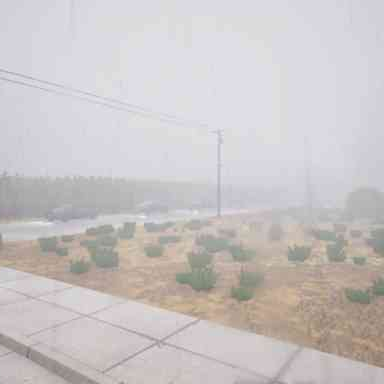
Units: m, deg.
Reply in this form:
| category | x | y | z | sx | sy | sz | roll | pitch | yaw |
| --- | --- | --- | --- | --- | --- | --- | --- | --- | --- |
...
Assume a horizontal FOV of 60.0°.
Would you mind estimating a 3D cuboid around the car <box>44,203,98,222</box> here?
| category | x | y | z | sx | sy | sz | roll | pitch | yaw |
| --- | --- | --- | --- | --- | --- | --- | --- | --- | --- |
| car | -9.643 | 1.606 | 26.753 | 1.994 | 1.385 | 4.181 | 0 | 0 | 33 |

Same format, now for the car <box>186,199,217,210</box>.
| category | x | y | z | sx | sy | sz | roll | pitch | yaw |
| --- | --- | --- | --- | --- | --- | --- | --- | --- | --- |
| car | 1.359 | 1.590 | 43.849 | 2.033 | 1.411 | 5.357 | 0 | 0 | 33 |

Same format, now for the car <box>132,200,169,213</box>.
| category | x | y | z | sx | sy | sz | roll | pitch | yaw |
| --- | --- | --- | --- | --- | --- | --- | --- | --- | --- |
| car | -4.277 | 1.568 | 35.073 | 1.812 | 1.442 | 4.674 | 0 | 0 | 33 |
